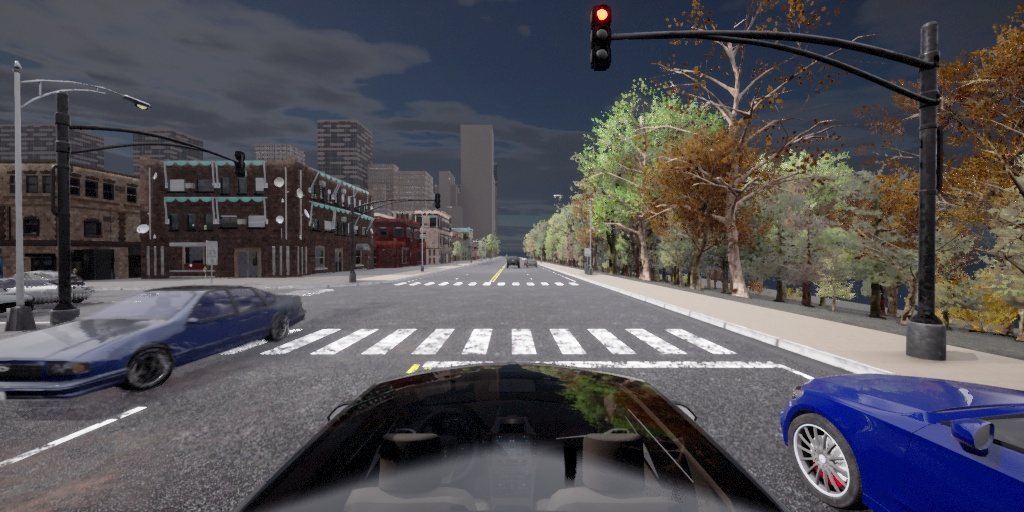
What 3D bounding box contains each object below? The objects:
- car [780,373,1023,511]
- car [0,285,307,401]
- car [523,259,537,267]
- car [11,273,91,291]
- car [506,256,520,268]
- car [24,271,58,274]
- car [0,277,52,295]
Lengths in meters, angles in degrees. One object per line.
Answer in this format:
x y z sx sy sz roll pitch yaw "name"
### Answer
3.346 1.276 1.351 1.812 1.442 4.674 0 0 2 "car"
-6.249 1.297 6.978 2.033 1.411 5.357 0 0 0 "car"
3.470 1.218 63.895 2.128 1.511 4.902 0 0 0 "car"
-21.386 1.590 15.503 4.718 1.301 1.895 -1 1 0 "car"
0.213 0.947 60.781 2.150 2.045 5.566 0 0 0 "car"
-28.242 1.560 21.321 4.403 1.370 2.007 0 0 0 "car"
-19.926 1.565 12.792 4.313 1.339 1.948 0 0 0 "car"
